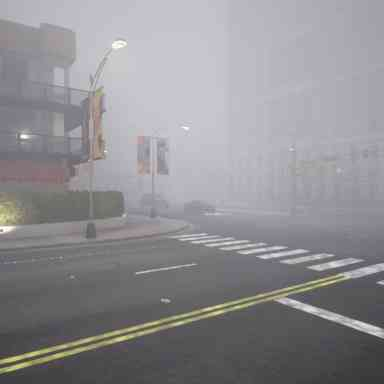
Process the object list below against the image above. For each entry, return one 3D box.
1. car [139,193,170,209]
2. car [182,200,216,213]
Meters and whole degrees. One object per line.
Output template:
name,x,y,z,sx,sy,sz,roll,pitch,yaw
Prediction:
car,-5.203,1.221,45.335,2.150,2.045,5.566,0,0,-35
car,0.733,1.564,36.698,1.994,1.385,4.181,0,0,-35
